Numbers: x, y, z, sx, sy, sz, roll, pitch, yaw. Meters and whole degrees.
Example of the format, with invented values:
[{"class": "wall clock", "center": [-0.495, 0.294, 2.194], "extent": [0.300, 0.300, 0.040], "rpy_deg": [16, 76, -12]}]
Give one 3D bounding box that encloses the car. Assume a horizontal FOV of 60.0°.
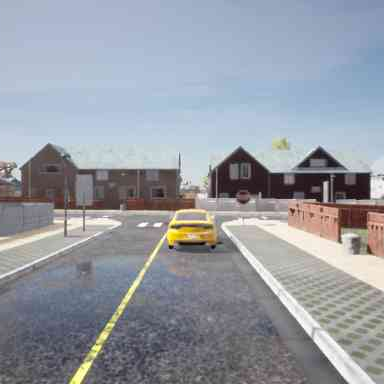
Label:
[{"class": "car", "center": [0.000, 1.485, 14.650], "extent": [1.882, 1.535, 5.008], "rpy_deg": [0, 0, 0]}]
